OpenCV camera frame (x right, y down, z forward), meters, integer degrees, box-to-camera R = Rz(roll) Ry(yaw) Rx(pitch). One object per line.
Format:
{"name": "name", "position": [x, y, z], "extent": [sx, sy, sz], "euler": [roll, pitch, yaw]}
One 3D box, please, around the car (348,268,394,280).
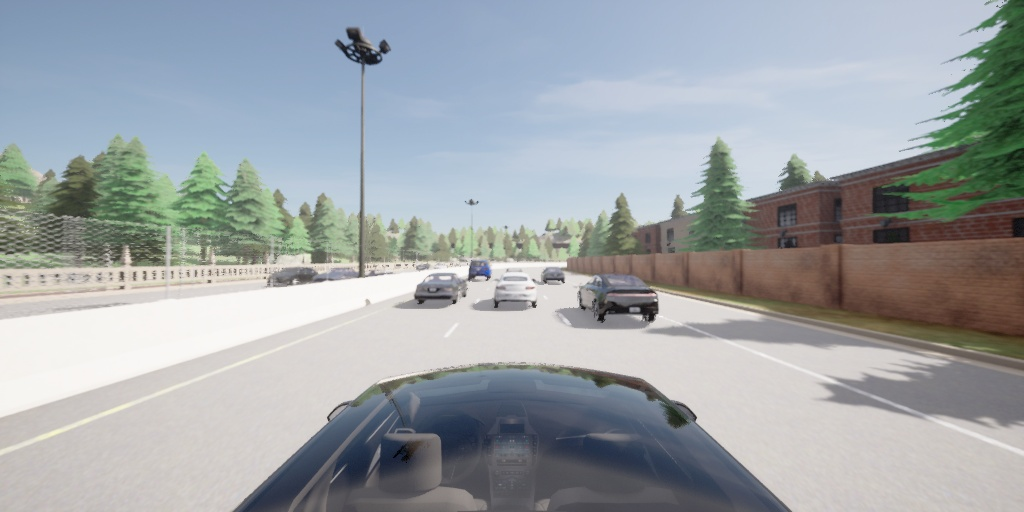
{"name": "car", "position": [-10.510, 1.697, 27.802], "extent": [1.895, 1.301, 4.718], "euler": [0, -1, 0]}

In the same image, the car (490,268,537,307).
{"name": "car", "position": [0.140, 1.478, 16.666], "extent": [1.812, 1.442, 4.674], "euler": [0, -1, 0]}

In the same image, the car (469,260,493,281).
{"name": "car", "position": [-3.276, 1.451, 37.362], "extent": [2.150, 2.045, 5.566], "euler": [0, -1, 0]}

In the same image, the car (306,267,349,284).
{"name": "car", "position": [-14.005, 1.660, 29.166], "extent": [2.033, 1.411, 5.357], "euler": [0, -1, 0]}

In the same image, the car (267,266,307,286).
{"name": "car", "position": [-17.505, 1.612, 29.000], "extent": [1.837, 1.490, 4.892], "euler": [0, -1, 0]}

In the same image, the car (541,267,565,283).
{"name": "car", "position": [3.707, 1.722, 32.972], "extent": [2.033, 1.411, 5.357], "euler": [0, -1, 0]}

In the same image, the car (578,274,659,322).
{"name": "car", "position": [3.624, 1.397, 12.953], "extent": [2.128, 1.511, 4.902], "euler": [0, -1, 0]}

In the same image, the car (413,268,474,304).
{"name": "car", "position": [-3.348, 1.512, 17.727], "extent": [2.033, 1.411, 5.357], "euler": [0, -1, 0]}
